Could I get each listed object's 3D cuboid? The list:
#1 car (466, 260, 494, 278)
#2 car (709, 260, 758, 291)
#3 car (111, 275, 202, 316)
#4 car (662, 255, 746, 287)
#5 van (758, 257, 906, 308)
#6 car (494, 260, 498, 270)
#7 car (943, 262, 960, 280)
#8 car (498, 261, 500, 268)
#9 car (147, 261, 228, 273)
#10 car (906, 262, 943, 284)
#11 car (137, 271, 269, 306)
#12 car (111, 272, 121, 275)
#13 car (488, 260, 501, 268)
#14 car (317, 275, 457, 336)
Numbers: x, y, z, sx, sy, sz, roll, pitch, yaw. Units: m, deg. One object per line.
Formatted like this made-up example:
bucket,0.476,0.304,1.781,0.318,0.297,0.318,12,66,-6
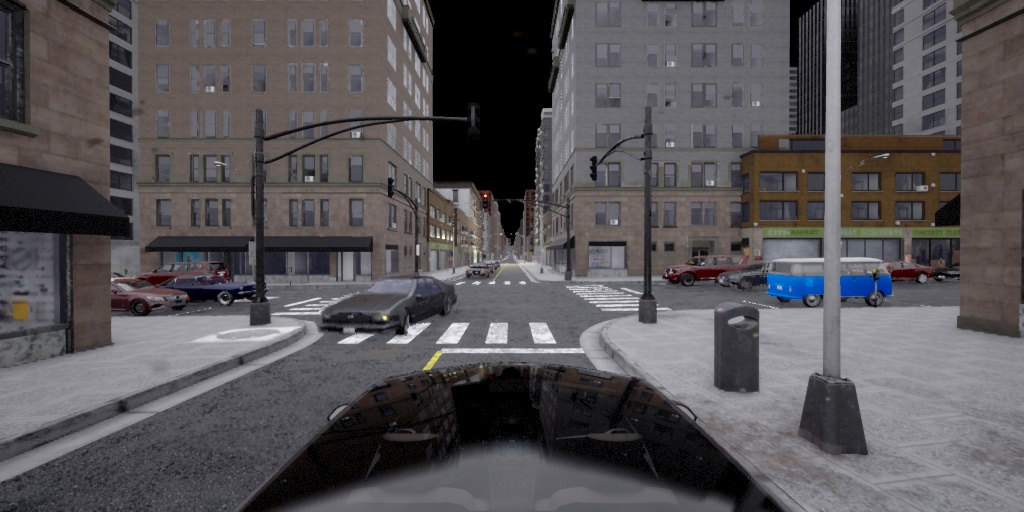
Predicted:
car,-3.085,1.318,33.636,1.994,1.385,4.181,0,0,1
car,13.776,1.081,19.624,4.674,1.442,1.812,-1,0,0
car,-14.818,1.527,13.695,4.207,1.307,1.802,0,0,0
car,12.097,0.871,22.286,5.009,1.841,2.192,0,0,0
van,12.118,0.957,13.761,3.998,1.789,1.690,0,0,0
car,-3.092,1.253,42.622,2.128,1.511,4.902,0,0,0
car,28.924,0.915,22.327,4.313,1.339,1.948,0,0,0
car,-3.080,1.298,51.755,1.812,1.442,4.674,0,0,0
car,-20.344,1.269,22.207,5.009,1.841,2.192,0,0,0
car,23.314,0.964,22.313,4.507,1.381,1.888,0,0,0
car,-13.954,1.517,16.360,4.718,1.301,1.895,-1,0,0
car,-26.019,1.550,22.193,4.829,1.417,1.751,0,0,0
car,-3.055,1.352,61.801,1.994,1.385,4.181,0,0,1
car,-3.247,1.296,10.727,2.033,1.411,5.357,0,0,10
